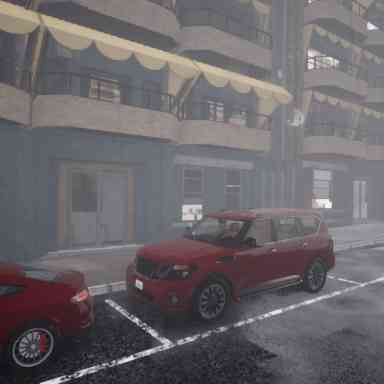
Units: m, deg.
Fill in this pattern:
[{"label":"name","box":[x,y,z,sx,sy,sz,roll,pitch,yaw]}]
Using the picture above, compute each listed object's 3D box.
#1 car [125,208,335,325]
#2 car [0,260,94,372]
[{"label":"car","box":[1.114,1.318,7.335,5.009,1.841,2.192,0,1,-35]},{"label":"car","box":[-3.384,1.582,4.131,4.206,1.307,1.802,0,1,-35]}]
